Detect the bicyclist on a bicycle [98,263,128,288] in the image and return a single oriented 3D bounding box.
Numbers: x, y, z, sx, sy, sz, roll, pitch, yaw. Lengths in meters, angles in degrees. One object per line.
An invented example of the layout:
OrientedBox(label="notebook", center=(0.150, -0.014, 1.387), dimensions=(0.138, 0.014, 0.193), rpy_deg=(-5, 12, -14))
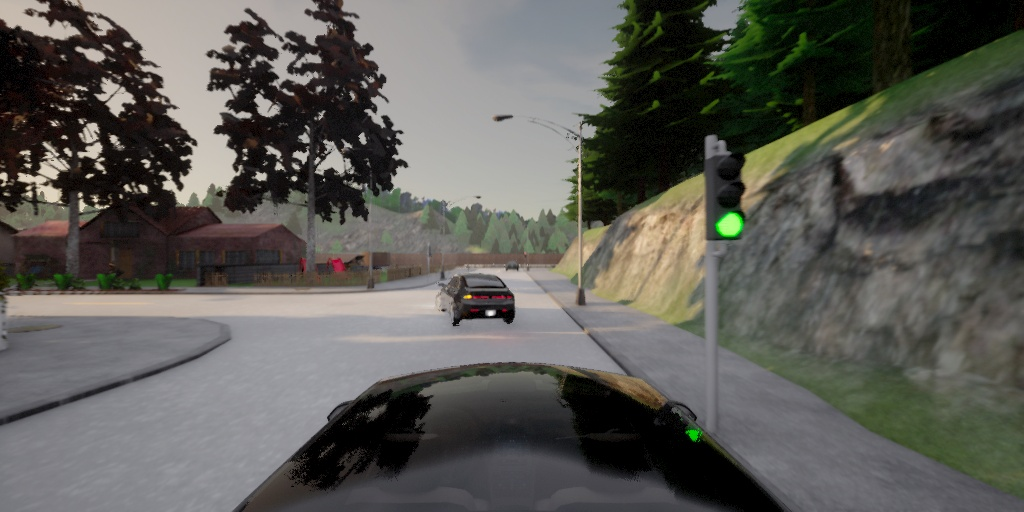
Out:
OrientedBox(label="bicyclist on a bicycle", center=(-24.715, 1.255, 22.245), dimensions=(0.582, 1.620, 1.656), rpy_deg=(0, 0, 0))

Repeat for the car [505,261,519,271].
OrientedBox(label="car", center=(0.035, 1.526, 57.642), dimensions=(2.097, 1.767, 4.553), rpy_deg=(0, 0, 0))

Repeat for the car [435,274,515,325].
OrientedBox(label="car", center=(-1.353, 1.336, 12.231), dimensions=(1.837, 1.490, 4.892), rpy_deg=(2, -1, -18))
